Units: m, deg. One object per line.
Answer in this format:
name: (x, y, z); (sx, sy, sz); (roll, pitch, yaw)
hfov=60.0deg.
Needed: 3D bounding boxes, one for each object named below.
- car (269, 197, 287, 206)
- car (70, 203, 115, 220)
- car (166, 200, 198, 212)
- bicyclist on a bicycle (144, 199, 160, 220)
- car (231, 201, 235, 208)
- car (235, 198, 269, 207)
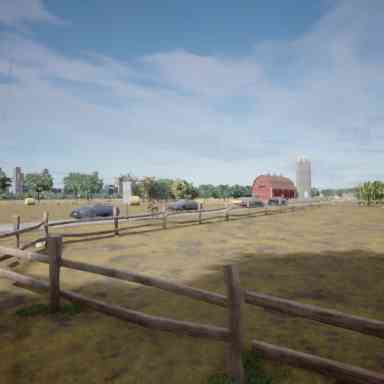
car: (14.574, 1.608, 56.669); (1.837, 1.490, 4.892); (-2, -2, 35)
car: (-8.492, 1.663, 29.113); (1.994, 1.385, 4.181); (-2, -1, 36)
car: (-0.956, 1.664, 39.721); (2.033, 1.411, 5.357); (-2, -1, 36)
bicyclist on a bicycle: (-3.160, 1.415, 26.297); (1.656, 1.620, 0.582); (0, 0, 35)
car: (7.963, 1.624, 52.140); (1.882, 1.535, 5.008); (-2, -2, 36)
car: (8.873, 1.602, 48.553); (2.033, 1.411, 5.357); (-2, -1, 36)
